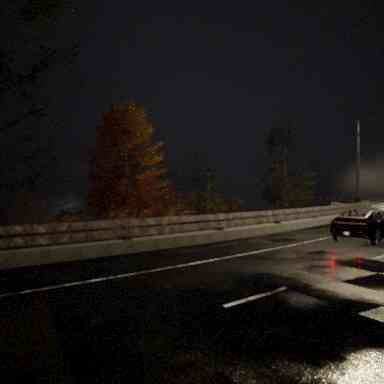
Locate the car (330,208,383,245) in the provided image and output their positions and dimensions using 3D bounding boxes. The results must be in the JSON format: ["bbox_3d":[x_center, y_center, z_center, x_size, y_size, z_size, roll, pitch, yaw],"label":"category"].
[{"bbox_3d":[8.250,1.522,15.709,4.902,1.511,2.128,0,0,-44],"label":"car"}]
